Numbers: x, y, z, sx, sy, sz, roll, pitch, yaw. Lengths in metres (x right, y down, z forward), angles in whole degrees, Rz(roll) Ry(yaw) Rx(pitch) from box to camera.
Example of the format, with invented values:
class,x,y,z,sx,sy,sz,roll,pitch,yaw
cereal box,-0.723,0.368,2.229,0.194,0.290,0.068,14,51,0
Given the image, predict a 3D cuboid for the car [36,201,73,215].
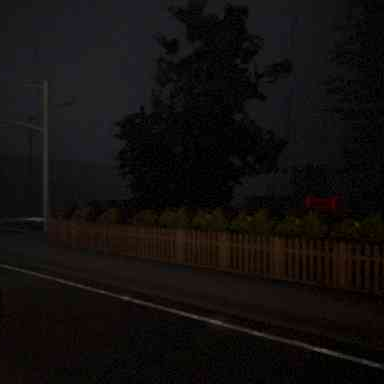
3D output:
class,x,y,z,sx,sy,sz,roll,pitch,yaw
car,-11.426,1.517,30.564,2.033,1.411,5.357,0,0,35
